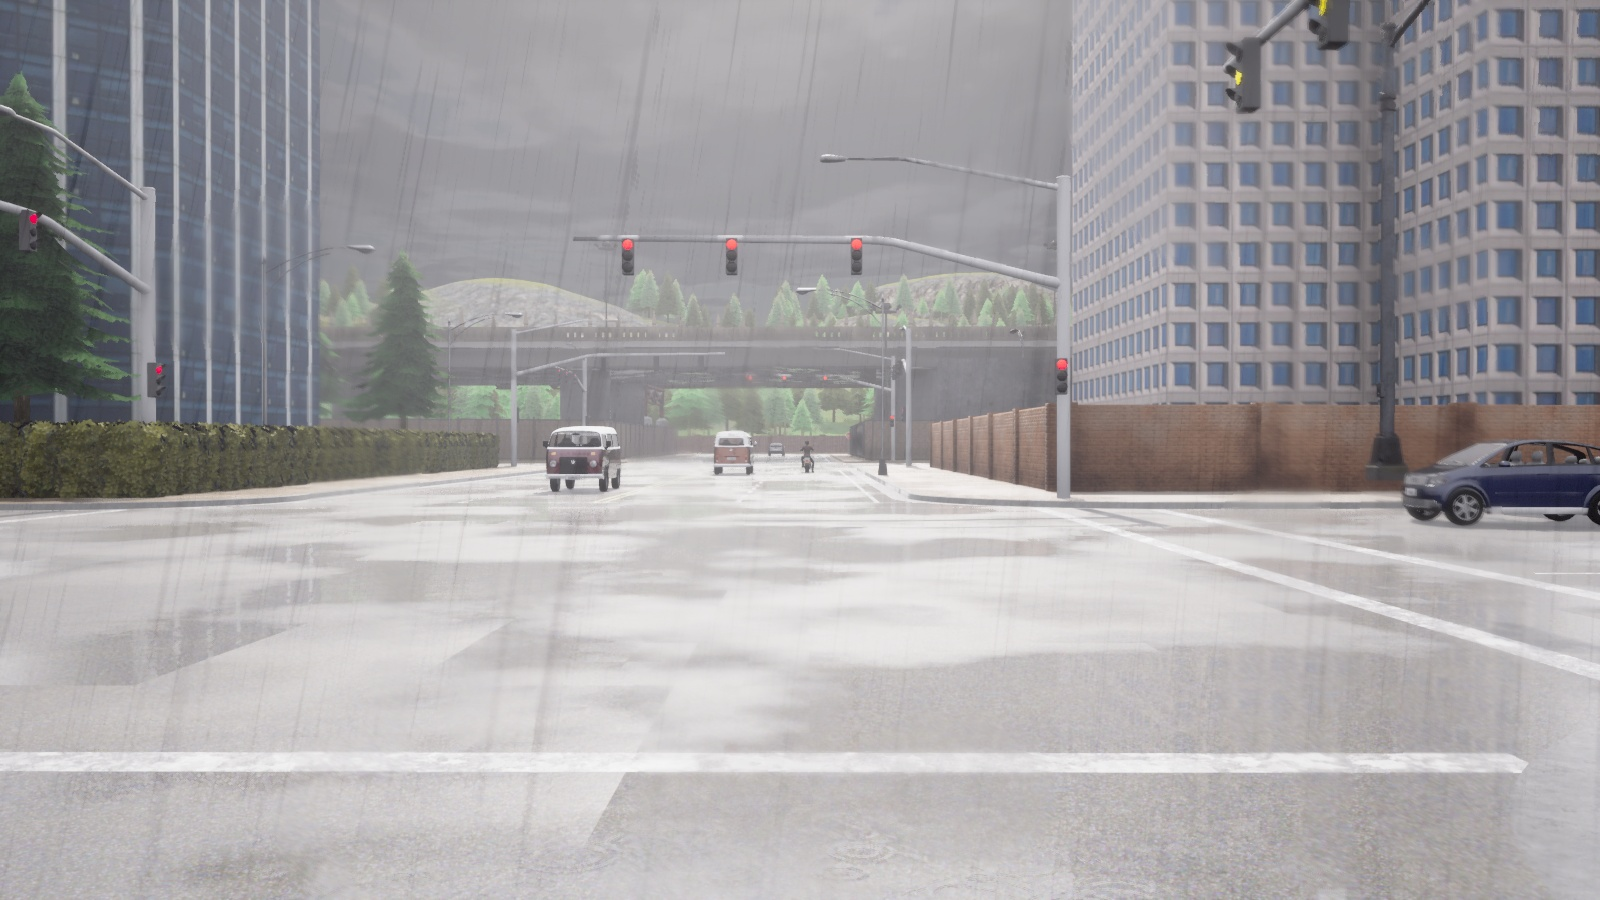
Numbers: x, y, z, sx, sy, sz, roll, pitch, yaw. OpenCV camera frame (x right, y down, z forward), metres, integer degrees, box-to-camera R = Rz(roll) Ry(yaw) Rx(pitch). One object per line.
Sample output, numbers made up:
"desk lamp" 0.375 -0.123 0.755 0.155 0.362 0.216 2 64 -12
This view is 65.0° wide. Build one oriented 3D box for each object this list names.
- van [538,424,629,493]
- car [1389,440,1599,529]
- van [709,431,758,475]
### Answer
"van" -6.770 0.240 39.687 2.069 2.038 4.480 0 0 0
"car" 13.058 0.606 22.997 3.705 1.549 1.789 0 0 1
"van" -3.158 0.126 60.408 2.069 2.038 4.480 0 0 0
